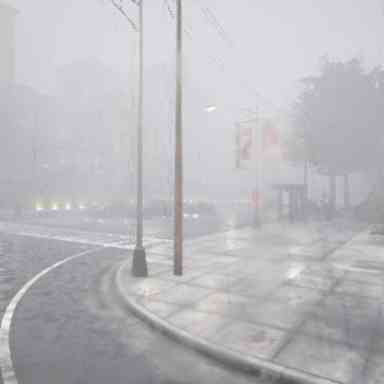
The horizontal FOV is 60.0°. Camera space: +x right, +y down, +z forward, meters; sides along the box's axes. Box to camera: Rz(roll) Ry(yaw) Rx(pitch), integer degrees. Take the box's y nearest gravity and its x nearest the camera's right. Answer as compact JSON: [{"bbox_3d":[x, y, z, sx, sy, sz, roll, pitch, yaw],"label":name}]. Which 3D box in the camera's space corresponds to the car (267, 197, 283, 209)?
[{"bbox_3d":[12.657,1.551,48.500,2.097,1.767,4.553,0,0,34],"label":"car"}]

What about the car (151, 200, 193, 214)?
[{"bbox_3d":[-2.245,1.654,38.882,2.033,1.411,5.357,0,0,34],"label":"car"}]

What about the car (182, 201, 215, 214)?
[{"bbox_3d":[0.894,1.680,37.279,1.994,1.385,4.181,0,0,33],"label":"car"}]

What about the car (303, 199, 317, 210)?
[{"bbox_3d":[16.723,1.721,48.275,1.837,1.490,4.892,0,0,34],"label":"car"}]

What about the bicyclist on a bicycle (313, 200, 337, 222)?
[{"bbox_3d":[9.734,1.416,24.413,1.656,1.620,0.582,0,0,33],"label":"bicyclist on a bicycle"}]

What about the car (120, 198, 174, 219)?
[{"bbox_3d":[-3.877,1.426,30.081,2.097,1.767,4.553,0,0,34],"label":"car"}]

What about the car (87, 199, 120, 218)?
[{"bbox_3d":[-7.476,1.413,30.987,2.097,1.767,4.553,0,0,33],"label":"car"}]
